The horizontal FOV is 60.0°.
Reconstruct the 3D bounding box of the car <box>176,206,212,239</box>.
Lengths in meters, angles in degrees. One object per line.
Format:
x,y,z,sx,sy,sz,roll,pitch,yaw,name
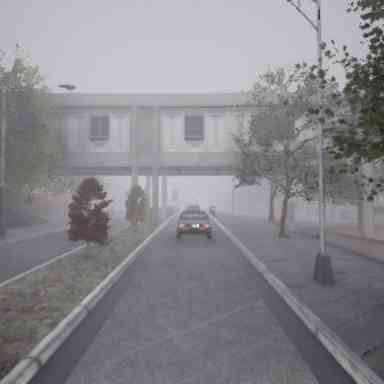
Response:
0.093,1.692,18.292,2.033,1.411,5.357,0,-1,0,car

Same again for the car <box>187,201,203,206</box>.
0.097,2.163,42.441,1.837,1.490,4.892,0,-2,0,car
